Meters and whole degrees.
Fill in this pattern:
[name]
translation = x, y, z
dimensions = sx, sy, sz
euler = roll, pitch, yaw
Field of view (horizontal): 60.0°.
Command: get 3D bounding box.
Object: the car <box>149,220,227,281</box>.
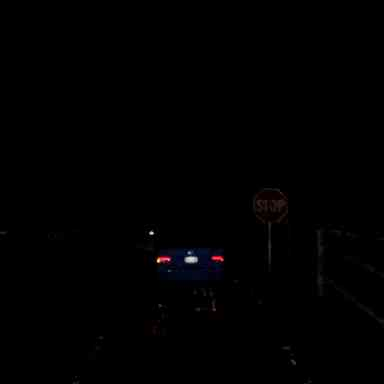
[car]
translation = -0.276, 1.553, 9.905
dimensions = 2.033, 1.411, 5.357
euler = 0, 0, -6
